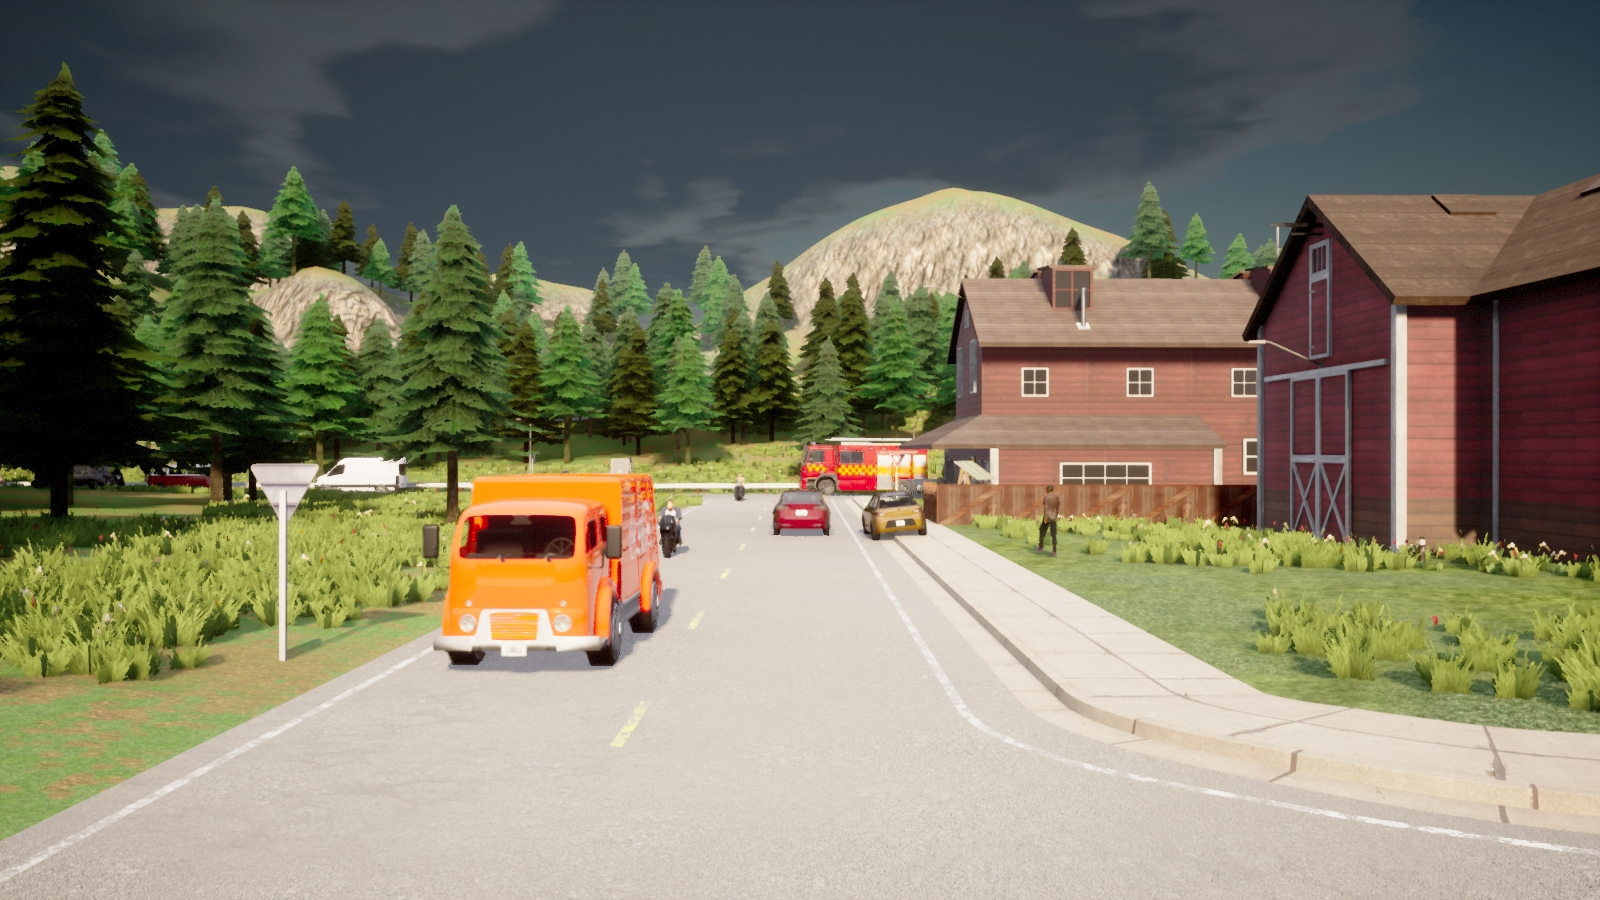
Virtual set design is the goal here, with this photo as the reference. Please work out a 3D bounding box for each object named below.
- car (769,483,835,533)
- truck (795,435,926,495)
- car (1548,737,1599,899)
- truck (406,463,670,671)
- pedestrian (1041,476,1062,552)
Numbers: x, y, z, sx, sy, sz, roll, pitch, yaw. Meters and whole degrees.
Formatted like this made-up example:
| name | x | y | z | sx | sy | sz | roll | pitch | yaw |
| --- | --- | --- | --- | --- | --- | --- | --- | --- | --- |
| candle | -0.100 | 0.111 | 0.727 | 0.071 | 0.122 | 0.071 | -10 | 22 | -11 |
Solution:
| name | x | y | z | sx | sy | sz | roll | pitch | yaw |
| --- | --- | --- | --- | --- | --- | --- | --- | --- | --- |
| car | 0.058 | 1.982 | 40.031 | 2.163 | 1.488 | 4.792 | 0 | 0 | 0 |
| truck | 3.966 | 0.998 | 76.056 | 8.468 | 3.827 | 2.891 | 0 | -1 | -3 |
| car | 4.556 | 1.849 | 2.560 | 4.514 | 1.525 | 2.007 | -1 | 1 | 22 |
| truck | -3.480 | 1.447 | 16.484 | 2.627 | 2.467 | 5.204 | 0 | 0 | 0 |
| pedestrian | 6.304 | 1.598 | 28.645 | 0.375 | 1.860 | 0.375 | 0 | 0 | -18 |
